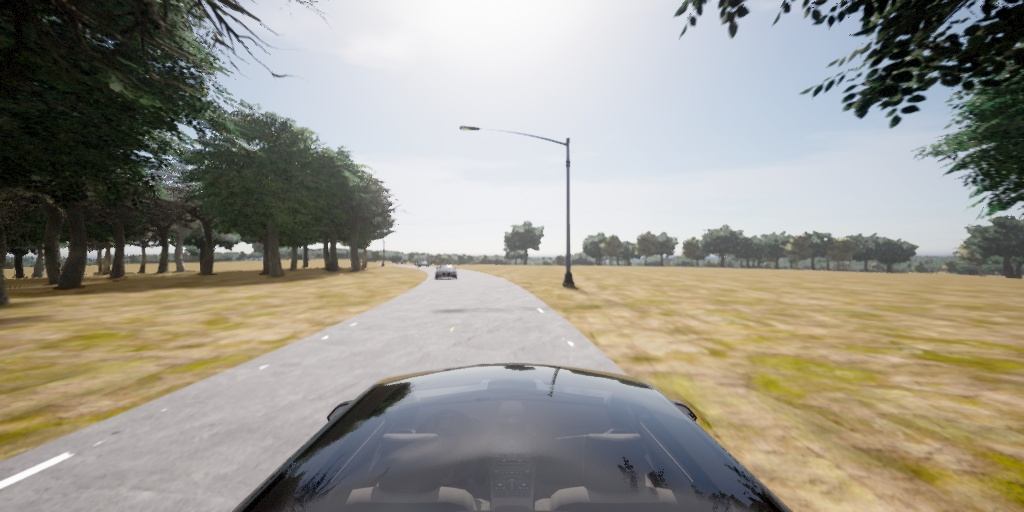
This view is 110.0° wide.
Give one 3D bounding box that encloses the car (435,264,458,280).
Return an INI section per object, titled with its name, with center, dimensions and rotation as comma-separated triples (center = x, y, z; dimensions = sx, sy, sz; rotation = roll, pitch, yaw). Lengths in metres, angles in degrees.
[car]
center = -6.264, 1.493, 34.235
dimensions = 1.994, 1.385, 4.181
rotation = 0, 0, -11
